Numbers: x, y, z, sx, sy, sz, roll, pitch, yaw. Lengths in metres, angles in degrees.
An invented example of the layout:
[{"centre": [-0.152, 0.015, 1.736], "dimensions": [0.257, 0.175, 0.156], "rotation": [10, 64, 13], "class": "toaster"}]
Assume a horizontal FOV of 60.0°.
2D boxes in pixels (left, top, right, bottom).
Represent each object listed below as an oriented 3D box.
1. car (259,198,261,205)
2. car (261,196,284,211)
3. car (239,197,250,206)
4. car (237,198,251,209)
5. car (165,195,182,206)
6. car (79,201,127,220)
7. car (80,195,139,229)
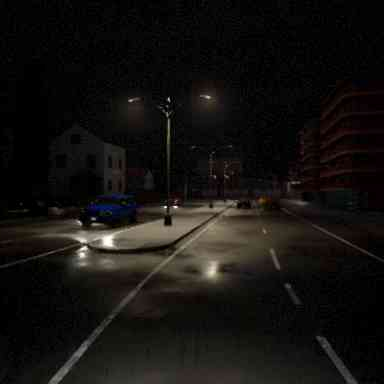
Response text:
[{"centre": [13.471, 1.590, 61.734], "dimensions": [1.882, 1.535, 5.008], "rotation": [0, 0, 10], "class": "car"}, {"centre": [9.944, 1.557, 41.464], "dimensions": [1.882, 1.535, 5.008], "rotation": [0, 0, 10], "class": "car"}, {"centre": [9.326, 1.655, 58.865], "dimensions": [1.994, 1.385, 4.181], "rotation": [0, 0, 10], "class": "car"}, {"centre": [7.206, 1.563, 46.122], "dimensions": [2.128, 1.511, 4.902], "rotation": [0, 0, 10], "class": "car"}, {"centre": [-3.037, 1.405, 54.907], "dimensions": [2.097, 1.767, 4.553], "rotation": [0, 0, 10], "class": "car"}, {"centre": [-7.618, 1.538, 29.237], "dimensions": [2.033, 1.411, 5.357], "rotation": [0, 0, 10], "class": "car"}, {"centre": [-5.297, 1.217, 22.181], "dimensions": [2.150, 2.045, 5.566], "rotation": [0, 0, 10], "class": "car"}]
